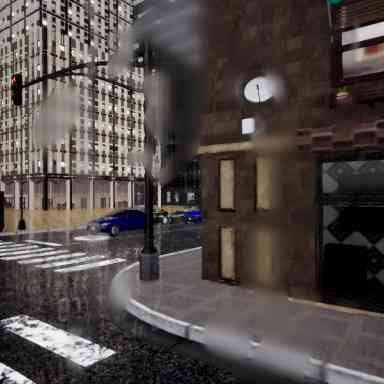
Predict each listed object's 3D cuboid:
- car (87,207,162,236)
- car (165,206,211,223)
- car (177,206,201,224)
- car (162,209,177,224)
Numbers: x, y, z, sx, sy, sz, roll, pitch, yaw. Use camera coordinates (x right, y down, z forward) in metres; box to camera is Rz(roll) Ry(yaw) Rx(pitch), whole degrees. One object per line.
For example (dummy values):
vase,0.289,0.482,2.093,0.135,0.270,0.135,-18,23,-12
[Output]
car,-4.172,1.773,20.248,1.812,1.442,4.674,-1,-1,33
car,-0.324,1.975,30.481,2.008,1.369,4.403,-2,-2,35
car,1.247,1.863,27.965,1.882,1.535,5.008,-1,-1,35
car,-3.526,1.894,25.924,2.008,1.369,4.403,-2,-2,35
